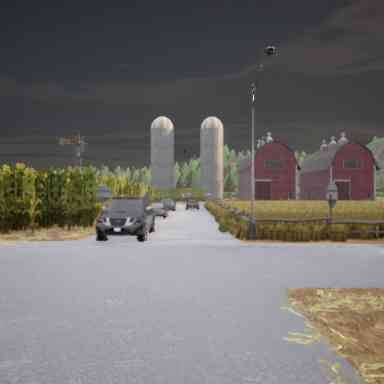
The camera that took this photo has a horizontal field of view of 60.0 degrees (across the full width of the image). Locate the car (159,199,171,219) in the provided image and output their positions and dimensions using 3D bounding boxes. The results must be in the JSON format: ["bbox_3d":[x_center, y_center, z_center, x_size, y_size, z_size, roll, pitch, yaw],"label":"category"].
[{"bbox_3d":[-3.209,1.680,30.528,1.812,1.442,4.674,0,0,0],"label":"car"}]

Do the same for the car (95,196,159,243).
[{"bbox_3d":[-3.204,1.265,17.033,2.150,2.045,5.566,0,0,0],"label":"car"}]

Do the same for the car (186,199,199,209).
[{"bbox_3d":[0.079,1.782,49.958,2.128,1.511,4.902,0,0,0],"label":"car"}]

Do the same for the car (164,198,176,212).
[{"bbox_3d":[-3.200,1.610,43.456,2.097,1.767,4.553,0,0,0],"label":"car"}]
